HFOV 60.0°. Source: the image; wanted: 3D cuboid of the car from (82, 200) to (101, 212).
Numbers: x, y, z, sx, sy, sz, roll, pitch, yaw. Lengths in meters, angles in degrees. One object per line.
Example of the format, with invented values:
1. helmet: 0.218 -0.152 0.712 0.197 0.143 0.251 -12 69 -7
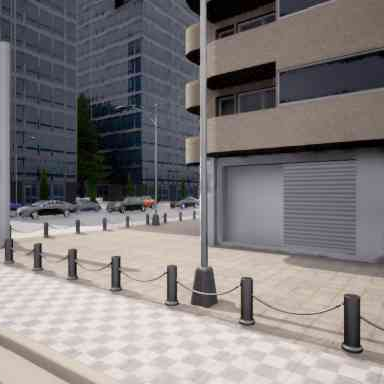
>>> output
1. car: -11.722 1.508 35.292 1.994 1.385 4.181 0 0 36

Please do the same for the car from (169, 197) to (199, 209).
1. car: -0.977 1.449 44.198 1.837 1.490 4.892 0 0 36

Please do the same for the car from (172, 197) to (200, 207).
1. car: -0.818 1.470 50.374 1.812 1.442 4.674 0 0 36

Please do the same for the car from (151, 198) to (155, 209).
1. car: -6.781 1.297 42.142 2.097 1.767 4.553 0 0 36

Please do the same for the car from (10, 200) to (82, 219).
1. car: -12.387 1.436 28.395 2.128 1.511 4.902 0 0 36

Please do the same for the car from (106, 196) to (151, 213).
1. car: -7.047 1.297 35.798 2.097 1.767 4.553 0 0 36
